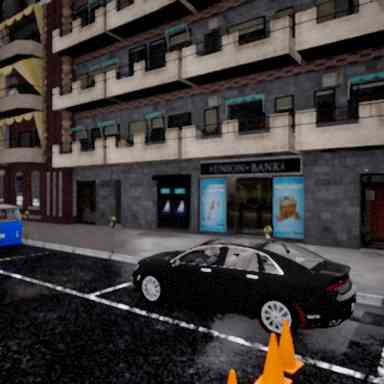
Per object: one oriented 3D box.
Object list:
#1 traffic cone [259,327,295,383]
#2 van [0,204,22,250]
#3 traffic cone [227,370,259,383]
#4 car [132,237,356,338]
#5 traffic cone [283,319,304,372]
[{"bbox_3d":[0.954,1.955,3.905,0.340,0.580,0.340,0,0,36],"label":"traffic cone"},{"bbox_3d":[-8.257,1.334,12.888,3.998,1.788,1.690,0,0,36],"label":"van"},{"bbox_3d":[0.373,1.955,3.091,0.340,0.580,0.340,0,0,36],"label":"traffic cone"},{"bbox_3d":[0.735,1.549,6.473,4.403,1.369,2.008,0,0,36],"label":"car"},{"bbox_3d":[1.222,1.955,4.331,0.340,0.580,0.340,0,0,42],"label":"traffic cone"}]
